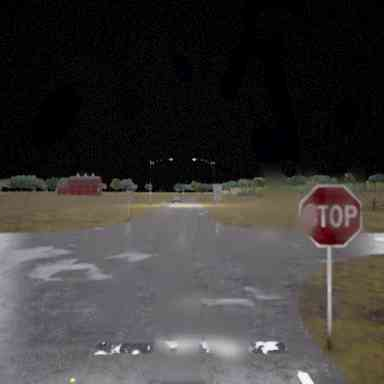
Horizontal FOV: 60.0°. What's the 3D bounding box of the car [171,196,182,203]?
[{"bbox_3d":[-2.973,1.504,65.455,1.994,1.385,4.181,0,0,0],"label":"car"}]
